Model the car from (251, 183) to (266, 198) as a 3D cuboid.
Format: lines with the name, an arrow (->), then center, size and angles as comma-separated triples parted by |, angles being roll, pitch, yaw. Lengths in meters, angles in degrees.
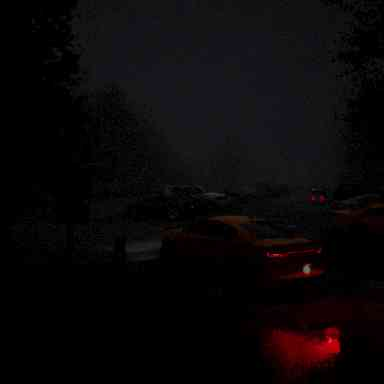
car -> 5.698, 0.059, 40.107 | 5.366, 1.575, 1.946 | 1, 3, 24

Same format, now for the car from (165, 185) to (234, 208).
car -> 0.209, 0.434, 27.227 | 5.566, 2.045, 2.435 | 1, 3, 24

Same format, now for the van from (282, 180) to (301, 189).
van -> 24.865, -1.882, 83.048 | 4.442, 1.987, 1.878 | 1, 2, 24

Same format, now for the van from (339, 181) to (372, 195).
van -> 24.391, -0.576, 49.784 | 4.442, 1.987, 1.878 | 1, 2, 24

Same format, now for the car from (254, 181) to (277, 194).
car -> 9.224, -0.389, 47.501 | 4.553, 1.767, 2.185 | 1, 3, 24

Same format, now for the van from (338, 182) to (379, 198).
van -> 21.018, -0.275, 42.177 | 4.442, 1.987, 1.878 | 1, 3, 24

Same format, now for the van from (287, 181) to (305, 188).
van -> 28.239, -2.105, 90.641 | 4.442, 1.987, 1.878 | 1, 2, 24

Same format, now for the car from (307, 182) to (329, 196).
car -> 18.125, -0.253, 47.570 | 2.128, 1.511, 4.902 | 1, 2, 24

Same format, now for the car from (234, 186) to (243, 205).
car -> 1.480, 0.561, 29.709 | 5.366, 1.575, 1.946 | 1, 3, 24

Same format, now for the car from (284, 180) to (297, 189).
car -> 18.204, -1.058, 67.801 | 4.892, 1.521, 2.231 | 1, 2, 24

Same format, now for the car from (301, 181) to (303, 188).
car -> 22.712, -1.456, 77.941 | 5.008, 1.535, 2.097 | 1, 2, 24

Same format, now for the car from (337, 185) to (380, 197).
car -> 22.253, -0.150, 44.684 | 5.008, 1.535, 2.097 | 1, 2, 24

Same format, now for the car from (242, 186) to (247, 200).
car -> 2.444, 0.439, 32.317 | 4.892, 1.521, 2.231 | 1, 3, 24

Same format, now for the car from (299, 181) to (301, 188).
car -> 21.562, -1.483, 75.412 | 4.553, 1.767, 2.185 | 1, 2, 24

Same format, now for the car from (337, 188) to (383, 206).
car -> 16.604, 0.435, 32.060 | 4.792, 1.488, 2.163 | 1, 3, 24

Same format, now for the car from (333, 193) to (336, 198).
car -> 10.981, 1.050, 19.419 | 4.792, 1.488, 2.163 | 1, 3, 24

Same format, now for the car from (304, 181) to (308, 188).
car -> 26.124, -2.004, 85.524 | 5.566, 2.045, 2.435 | 1, 2, 24

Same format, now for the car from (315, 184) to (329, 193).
car -> 22.305, -0.635, 56.973 | 1.882, 1.535, 5.008 | 1, 2, 24

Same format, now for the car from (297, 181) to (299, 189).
car -> 19.167, -1.165, 70.408 | 5.366, 1.575, 1.946 | 1, 2, 24

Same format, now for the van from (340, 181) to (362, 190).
van -> 35.900, -1.566, 75.101 | 4.442, 1.987, 1.878 | 1, 2, 24

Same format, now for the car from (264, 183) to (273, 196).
car -> 7.114, -0.047, 42.378 | 5.366, 1.575, 1.946 | 1, 3, 24

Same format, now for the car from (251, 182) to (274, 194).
car -> 8.062, -0.157, 44.983 | 4.892, 1.521, 2.231 | 1, 3, 24

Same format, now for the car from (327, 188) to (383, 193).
car -> 13.087, 0.768, 24.538 | 5.366, 1.575, 1.946 | 1, 3, 24

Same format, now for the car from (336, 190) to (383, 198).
car -> 9.963, 1.013, 16.972 | 4.553, 1.767, 2.185 | 1, 3, 24

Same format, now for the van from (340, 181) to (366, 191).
van -> 31.402, -1.170, 64.982 | 4.442, 1.987, 1.878 | 1, 2, 24

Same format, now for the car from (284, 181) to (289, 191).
car -> 13.675, -0.634, 57.670 | 4.792, 1.488, 2.163 | 1, 2, 24

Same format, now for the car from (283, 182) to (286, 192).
car -> 12.549, -0.535, 55.135 | 4.792, 1.488, 2.163 | 1, 2, 24

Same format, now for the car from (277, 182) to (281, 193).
car -> 10.348, -0.335, 50.040 | 4.792, 1.488, 2.163 | 1, 2, 24

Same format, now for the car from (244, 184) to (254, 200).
car -> 3.395, 0.308, 34.928 | 5.366, 1.575, 1.946 | 1, 3, 24

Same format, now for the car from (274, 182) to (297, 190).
car -> 20.435, -1.384, 72.876 | 4.553, 1.767, 2.185 | 1, 2, 24

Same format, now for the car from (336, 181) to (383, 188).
car -> 15.531, 0.278, 29.496 | 5.566, 2.045, 2.435 | 1, 3, 24

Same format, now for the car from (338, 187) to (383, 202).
car -> 18.956, 0.192, 37.209 | 4.792, 1.488, 2.163 | 1, 3, 24

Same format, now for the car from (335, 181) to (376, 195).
car -> 25.596, -0.698, 52.276 | 5.566, 2.045, 2.435 | 1, 2, 24

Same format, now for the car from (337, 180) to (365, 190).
car -> 34.642, -1.494, 72.629 | 5.566, 2.045, 2.435 | 1, 2, 24

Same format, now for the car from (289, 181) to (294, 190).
car -> 15.787, -0.867, 62.803 | 5.366, 1.575, 1.946 | 1, 2, 24

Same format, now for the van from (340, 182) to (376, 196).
van -> 23.479, -0.473, 47.159 | 4.442, 1.987, 1.878 | 1, 2, 24

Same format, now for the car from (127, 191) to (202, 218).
car -> -2.097, 0.960, 22.195 | 4.792, 1.488, 2.163 | 1, 3, 24

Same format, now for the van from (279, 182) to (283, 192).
van -> 11.555, -0.688, 52.530 | 4.442, 1.987, 1.878 | 1, 2, 24

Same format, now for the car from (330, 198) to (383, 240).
car -> 8.805, 1.261, 14.463 | 5.008, 1.535, 2.097 | 1, 3, 24

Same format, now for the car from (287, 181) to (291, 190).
car -> 14.803, -0.733, 60.205 | 4.792, 1.488, 2.163 | 1, 2, 24

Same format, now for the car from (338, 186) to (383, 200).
car -> 20.027, 0.086, 39.618 | 4.792, 1.488, 2.163 | 1, 3, 24

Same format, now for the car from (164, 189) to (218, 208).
car -> -0.938, 0.807, 24.714 | 5.008, 1.535, 2.097 | 1, 3, 24

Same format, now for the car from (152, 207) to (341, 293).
car -> 0.954, 1.349, 8.625 | 1.882, 1.535, 5.008 | 2, -1, -32
